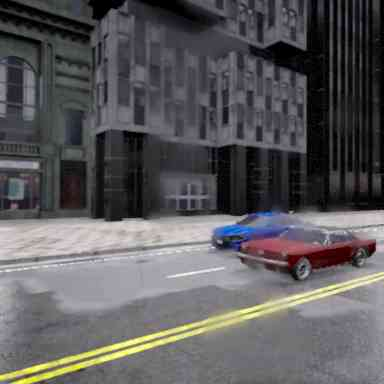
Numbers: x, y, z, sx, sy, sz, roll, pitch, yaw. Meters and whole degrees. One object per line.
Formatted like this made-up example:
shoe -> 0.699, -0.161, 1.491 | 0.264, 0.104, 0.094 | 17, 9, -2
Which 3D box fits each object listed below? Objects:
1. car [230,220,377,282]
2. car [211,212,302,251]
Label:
car -> 3.656, 1.718, 10.293 | 4.718, 1.301, 1.895 | 1, -1, -36
car -> 3.067, 1.623, 13.864 | 5.008, 1.535, 1.882 | 1, -1, -36
